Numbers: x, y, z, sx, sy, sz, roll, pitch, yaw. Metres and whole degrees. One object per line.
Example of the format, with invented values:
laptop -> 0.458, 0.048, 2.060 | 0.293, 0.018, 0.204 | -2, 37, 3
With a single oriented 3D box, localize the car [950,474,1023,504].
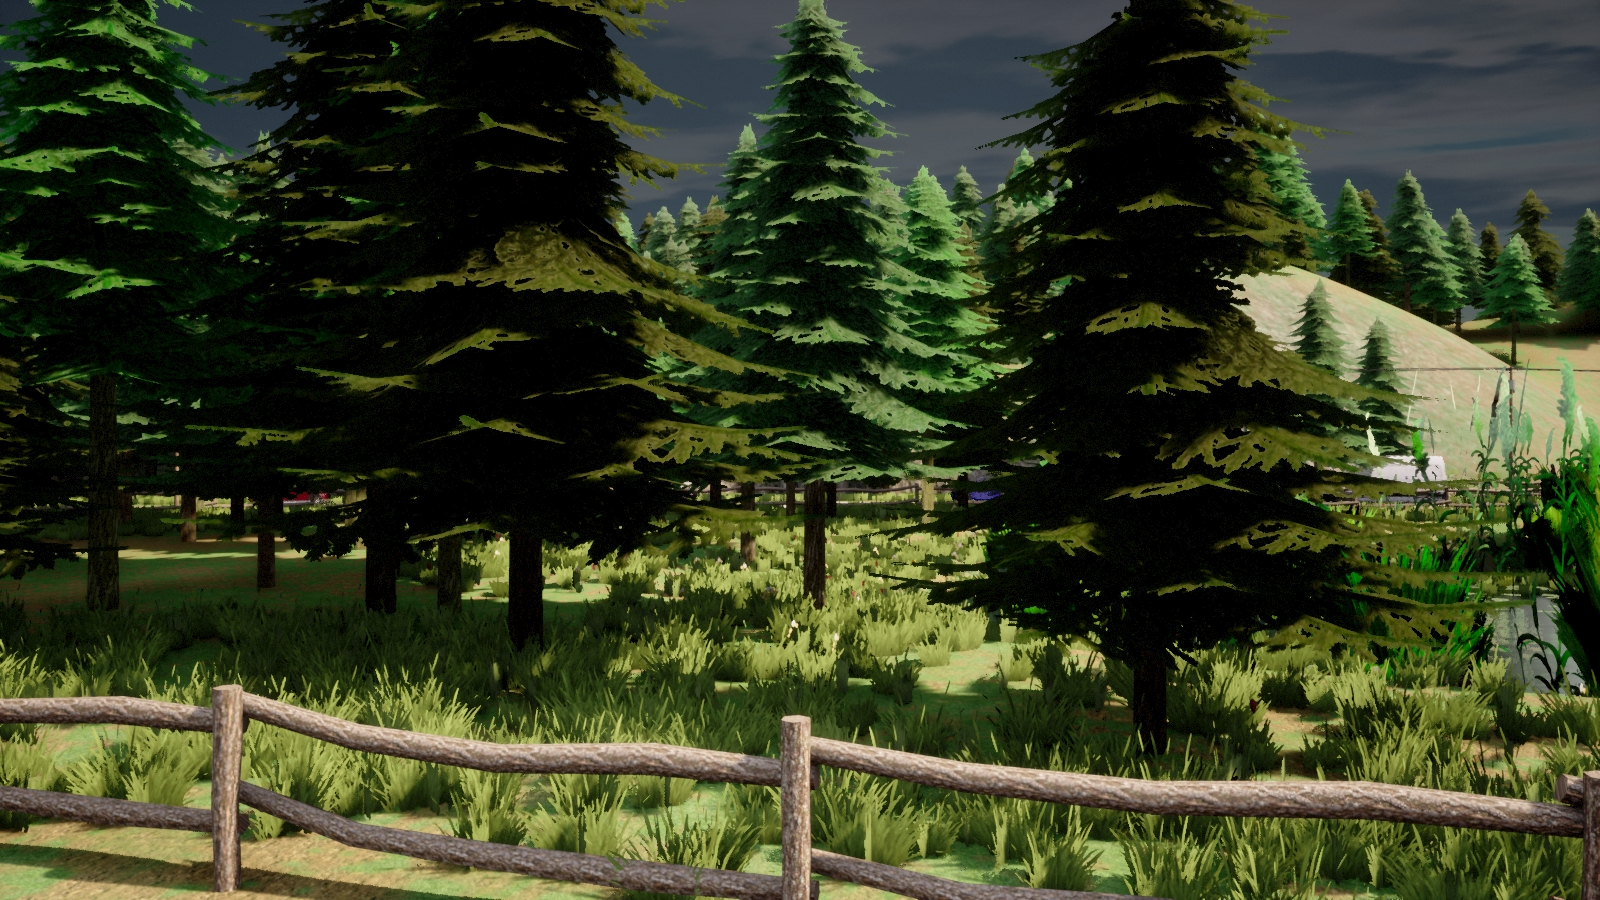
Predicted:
car -> 9.714, 2.037, 59.821 | 3.633, 1.501, 1.845 | 0, 0, 5

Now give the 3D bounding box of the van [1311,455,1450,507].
van -> 29.209, 1.535, 57.648 | 5.915, 2.561, 1.988 | 0, 0, 7
